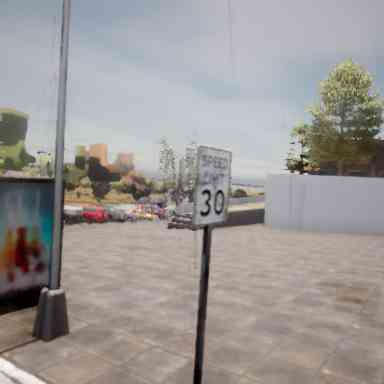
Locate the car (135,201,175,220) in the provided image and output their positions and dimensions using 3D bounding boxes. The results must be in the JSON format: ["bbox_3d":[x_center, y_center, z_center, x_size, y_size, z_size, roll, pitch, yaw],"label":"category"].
[{"bbox_3d":[-5.876,3.061,50.452,5.566,2.045,2.435,6,2,16],"label":"car"}]

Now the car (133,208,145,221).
[{"bbox_3d":[-9.440,3.176,45.597,4.674,1.452,2.002,6,2,16],"label":"car"}]

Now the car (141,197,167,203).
[{"bbox_3d":[-7.647,2.409,71.651,2.150,2.045,5.566,6,2,36],"label":"car"}]

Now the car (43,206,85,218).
[{"bbox_3d":[-16.840,2.649,43.966,1.895,1.301,4.718,6,2,36],"label":"car"}]

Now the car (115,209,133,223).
[{"bbox_3d":[-11.143,2.803,43.142,5.566,2.045,2.435,6,2,16],"label":"car"}]

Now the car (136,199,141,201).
[{"bbox_3d":[-10.074,2.166,73.397,2.150,2.045,5.566,6,2,36],"label":"car"}]

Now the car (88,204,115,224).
[{"bbox_3d":[-12.968,2.711,40.716,5.566,2.045,2.435,6,2,16],"label":"car"}]

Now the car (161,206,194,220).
[{"bbox_3d":[-2.426,3.484,55.335,4.892,1.521,2.231,6,2,16],"label":"car"}]

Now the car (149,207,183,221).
[{"bbox_3d":[-4.152,3.427,52.901,4.792,1.488,2.163,6,2,16],"label":"car"}]

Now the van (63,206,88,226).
[{"bbox_3d":[-14.830,2.640,38.316,4.442,1.987,1.878,6,2,16],"label":"van"}]

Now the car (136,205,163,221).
[{"bbox_3d":[-7.500,3.238,47.979,5.366,1.575,1.946,6,2,16],"label":"car"}]
